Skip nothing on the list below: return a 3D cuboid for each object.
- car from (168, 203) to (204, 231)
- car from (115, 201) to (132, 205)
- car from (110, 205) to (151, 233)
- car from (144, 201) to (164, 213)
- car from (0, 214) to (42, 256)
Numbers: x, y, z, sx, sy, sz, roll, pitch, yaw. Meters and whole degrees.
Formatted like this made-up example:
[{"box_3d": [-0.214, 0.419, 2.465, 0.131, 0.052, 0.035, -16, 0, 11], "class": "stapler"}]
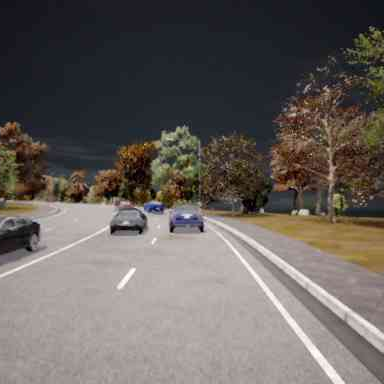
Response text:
[{"box_3d": [-0.473, 1.526, 21.854, 2.097, 1.767, 4.553, 0, -1, -5], "class": "car"}, {"box_3d": [-8.494, 1.822, 41.509, 1.812, 1.442, 4.674, 1, -1, -22], "class": "car"}, {"box_3d": [-3.852, 1.717, 20.702, 1.994, 1.385, 4.181, 0, 0, -4], "class": "car"}, {"box_3d": [-4.909, 1.842, 41.930, 1.882, 1.535, 5.008, 1, -1, -20], "class": "car"}, {"box_3d": [-7.059, 1.574, 11.668, 2.128, 1.511, 4.902, 0, 0, 0], "class": "car"}]
